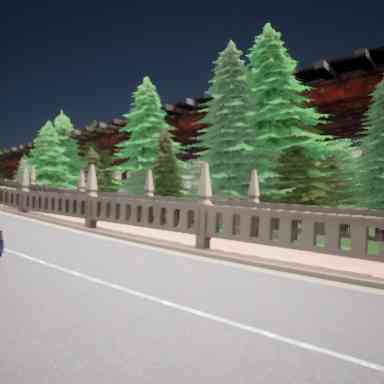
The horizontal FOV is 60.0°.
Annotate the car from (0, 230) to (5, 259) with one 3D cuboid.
[{"bbox_3d":[-6.918,1.097,9.250,4.674,1.442,1.812,5,3,37],"label":"car"}]
